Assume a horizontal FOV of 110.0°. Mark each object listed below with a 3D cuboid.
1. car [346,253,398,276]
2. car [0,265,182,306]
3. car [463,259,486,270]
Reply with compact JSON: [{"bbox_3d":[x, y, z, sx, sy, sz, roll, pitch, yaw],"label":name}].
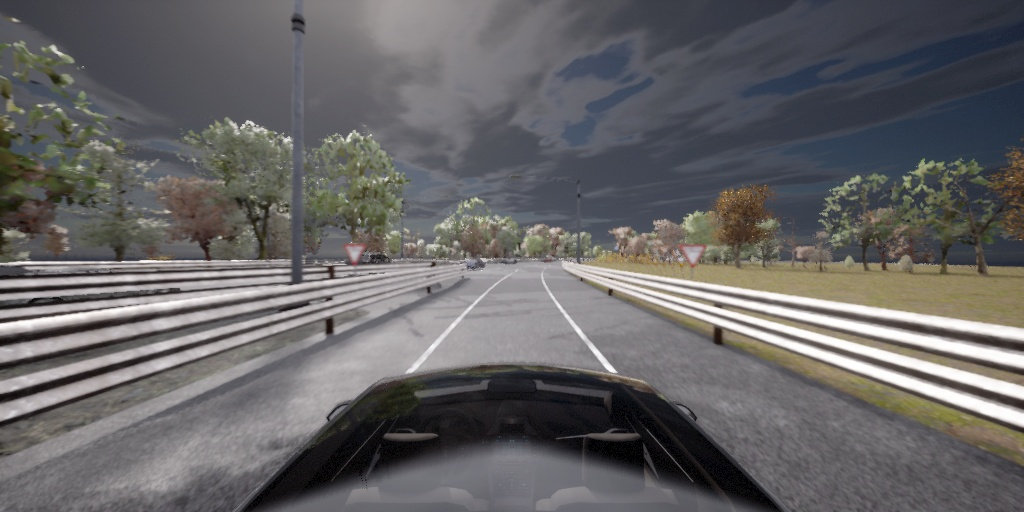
[{"bbox_3d":[-12.196,0.753,31.555,2.150,2.045,5.566,0,0,11],"label":"car"},{"bbox_3d":[-12.488,1.028,10.604,1.994,1.385,4.181,0,0,10],"label":"car"},{"bbox_3d":[-5.026,1.156,48.588,2.033,1.411,5.357,0,0,13],"label":"car"}]
